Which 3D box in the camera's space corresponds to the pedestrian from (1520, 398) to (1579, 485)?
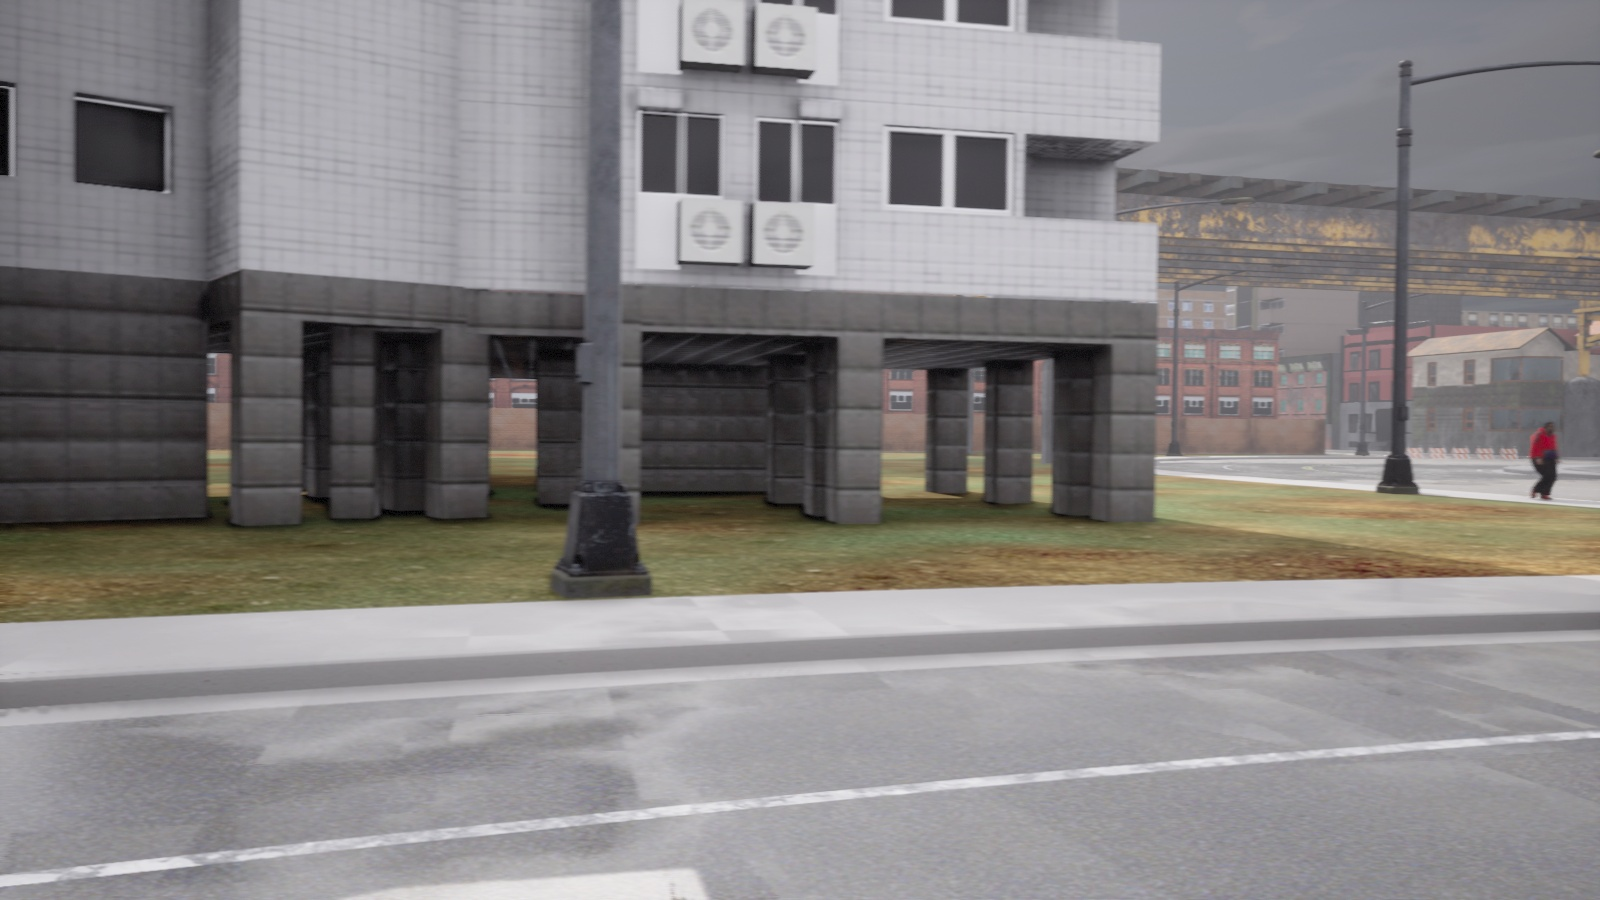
[{"bbox_3d":[16.301,-0.186,27.325,0.634,1.844,0.899,-1,1,-15],"label":"pedestrian"}]
